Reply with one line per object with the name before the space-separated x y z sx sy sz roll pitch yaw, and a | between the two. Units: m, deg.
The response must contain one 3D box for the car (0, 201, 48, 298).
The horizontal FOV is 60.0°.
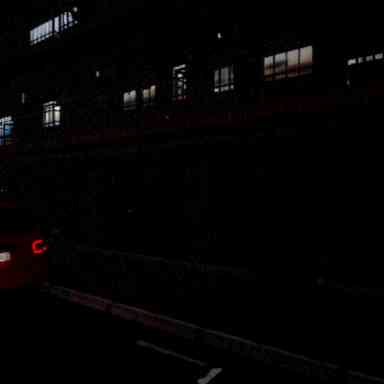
car | -5.444 1.210 7.270 5.566 2.045 2.150 0 0 36
